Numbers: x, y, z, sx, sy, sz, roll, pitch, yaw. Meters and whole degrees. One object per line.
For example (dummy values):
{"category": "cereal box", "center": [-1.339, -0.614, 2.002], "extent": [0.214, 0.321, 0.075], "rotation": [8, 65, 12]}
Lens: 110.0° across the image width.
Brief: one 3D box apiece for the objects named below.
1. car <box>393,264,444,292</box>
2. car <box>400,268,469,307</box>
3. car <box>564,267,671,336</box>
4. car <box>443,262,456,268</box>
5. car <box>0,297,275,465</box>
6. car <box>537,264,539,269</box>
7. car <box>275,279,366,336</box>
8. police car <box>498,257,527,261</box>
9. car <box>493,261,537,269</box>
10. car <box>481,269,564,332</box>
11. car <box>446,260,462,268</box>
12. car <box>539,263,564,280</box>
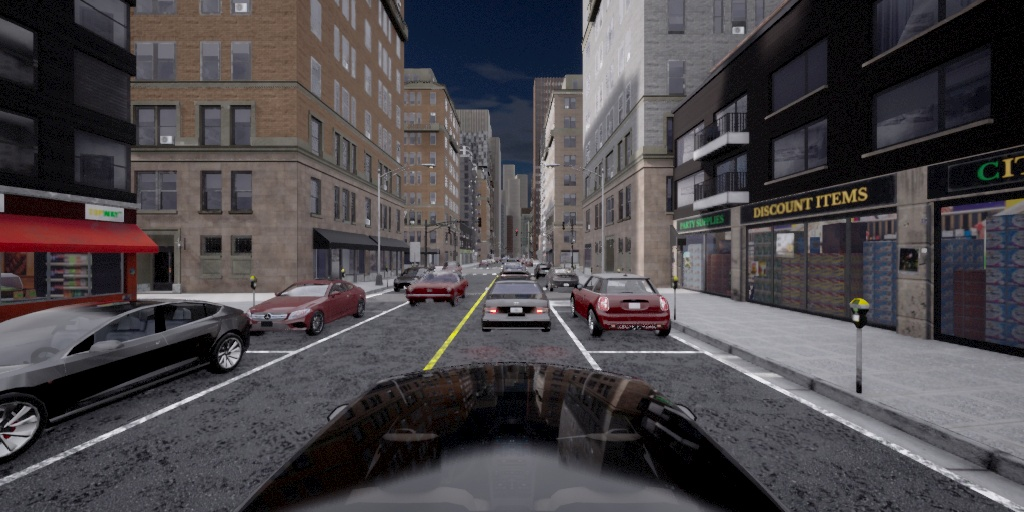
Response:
{"category": "car", "center": [-5.618, 1.316, 21.363], "extent": [1.948, 1.339, 4.313], "rotation": [0, 0, 0]}
{"category": "car", "center": [-3.062, 1.351, 15.563], "extent": [1.895, 1.301, 4.718], "rotation": [0, 0, 0]}
{"category": "car", "center": [2.878, 1.189, 10.337], "extent": [1.967, 1.591, 4.097], "rotation": [0, 0, 0]}
{"category": "car", "center": [-5.604, 1.333, 26.864], "extent": [1.802, 1.307, 4.207], "rotation": [0, 0, 0]}
{"category": "car", "center": [-5.663, 1.315, 4.859], "extent": [1.948, 1.339, 4.313], "rotation": [0, 0, 0]}
{"category": "car", "center": [2.937, 1.318, 32.342], "extent": [1.948, 1.339, 4.313], "rotation": [0, 0, 0]}
{"category": "car", "center": [-5.648, 1.331, 10.361], "extent": [1.802, 1.307, 4.207], "rotation": [0, 0, 0]}
{"category": "police car", "center": [0.076, 1.177, 31.353], "extent": [1.930, 1.638, 5.238], "rotation": [0, 0, 0]}
{"category": "car", "center": [0.149, 1.242, 21.334], "extent": [2.128, 1.511, 4.902], "rotation": [0, 0, 0]}
{"category": "car", "center": [0.119, 1.297, 10.811], "extent": [2.033, 1.411, 5.357], "rotation": [0, 0, 0]}
{"category": "car", "center": [-5.588, 1.192, 32.366], "extent": [1.967, 1.591, 4.097], "rotation": [0, 0, 0]}
{"category": "car", "center": [2.907, 1.301, 21.340], "extent": [2.007, 1.370, 4.403], "rotation": [0, 0, 0]}
